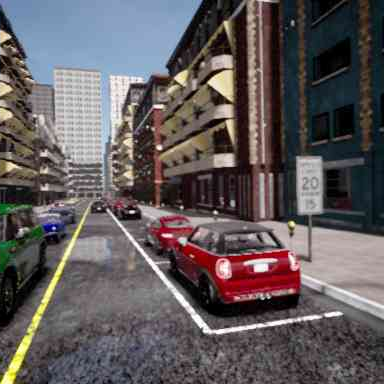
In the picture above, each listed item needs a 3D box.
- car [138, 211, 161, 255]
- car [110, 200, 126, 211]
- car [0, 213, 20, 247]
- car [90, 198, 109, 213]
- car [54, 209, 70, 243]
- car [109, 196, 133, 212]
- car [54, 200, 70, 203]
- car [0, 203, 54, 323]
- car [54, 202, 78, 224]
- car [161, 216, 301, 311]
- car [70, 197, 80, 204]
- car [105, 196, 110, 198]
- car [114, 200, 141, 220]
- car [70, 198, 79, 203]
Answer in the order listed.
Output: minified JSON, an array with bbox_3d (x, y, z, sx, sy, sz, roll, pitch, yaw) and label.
[{"bbox_3d":[-0.831,1.593,13.244,1.802,1.307,4.206,-2,0,-16],"label":"car"},{"bbox_3d":[-10.140,1.813,45.209,1.802,1.307,4.206,-2,0,-16],"label":"car"},{"bbox_3d":[-9.943,1.833,16.346,1.802,1.307,4.206,-2,0,-16],"label":"car"},{"bbox_3d":[-11.410,1.795,40.778,1.812,1.442,4.674,-2,0,-16],"label":"car"},{"bbox_3d":[-7.530,1.787,16.922,1.895,1.301,4.718,-2,0,-16],"label":"car"},{"bbox_3d":[-7.048,1.473,34.552,2.192,1.841,5.009,-2,0,-16],"label":"car"},{"bbox_3d":[-19.253,1.911,48.312,1.967,1.590,4.097,-2,0,-16],"label":"car"},{"bbox_3d":[-4.761,1.342,7.439,2.150,2.045,5.566,-2,0,-14],"label":"car"},{"bbox_3d":[-10.349,1.817,26.619,1.994,1.385,4.181,-2,0,-17],"label":"car"},{"bbox_3d":[0.719,1.414,7.916,1.967,1.590,4.097,-2,0,-16],"label":"car"},{"bbox_3d":[-30.109,2.160,85.607,1.967,1.590,4.097,-2,0,-16],"label":"car"},{"bbox_3d":[-13.242,1.869,55.864,1.947,1.339,4.313,-2,0,-16],"label":"car"},{"bbox_3d":[-5.488,1.687,29.225,1.947,1.339,4.313,-2,0,-16],"label":"car"},{"bbox_3d":[-26.957,2.173,74.789,1.752,1.417,4.829,-2,0,-16],"label":"car"}]
